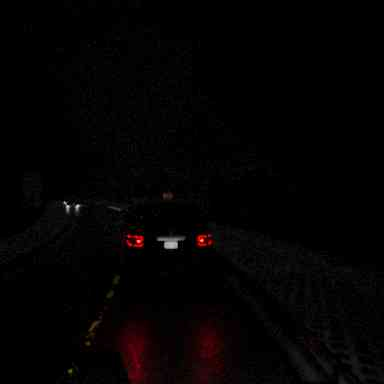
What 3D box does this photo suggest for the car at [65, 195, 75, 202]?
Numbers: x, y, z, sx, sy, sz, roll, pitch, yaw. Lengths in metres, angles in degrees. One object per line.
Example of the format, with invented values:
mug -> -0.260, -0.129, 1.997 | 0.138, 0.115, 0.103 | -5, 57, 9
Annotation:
car -> -25.978, 1.375, 70.760 | 1.882, 1.535, 5.008 | 1, 0, -22

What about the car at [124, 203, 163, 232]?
car -> -3.291, 1.556, 21.721 | 1.882, 1.535, 5.008 | 1, 0, -15

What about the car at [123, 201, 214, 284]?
car -> -0.807, 1.266, 9.920 | 2.150, 2.045, 5.566 | 0, 0, -7

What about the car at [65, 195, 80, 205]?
car -> -20.253, 1.428, 56.558 | 1.812, 1.442, 4.674 | 1, 0, -22
